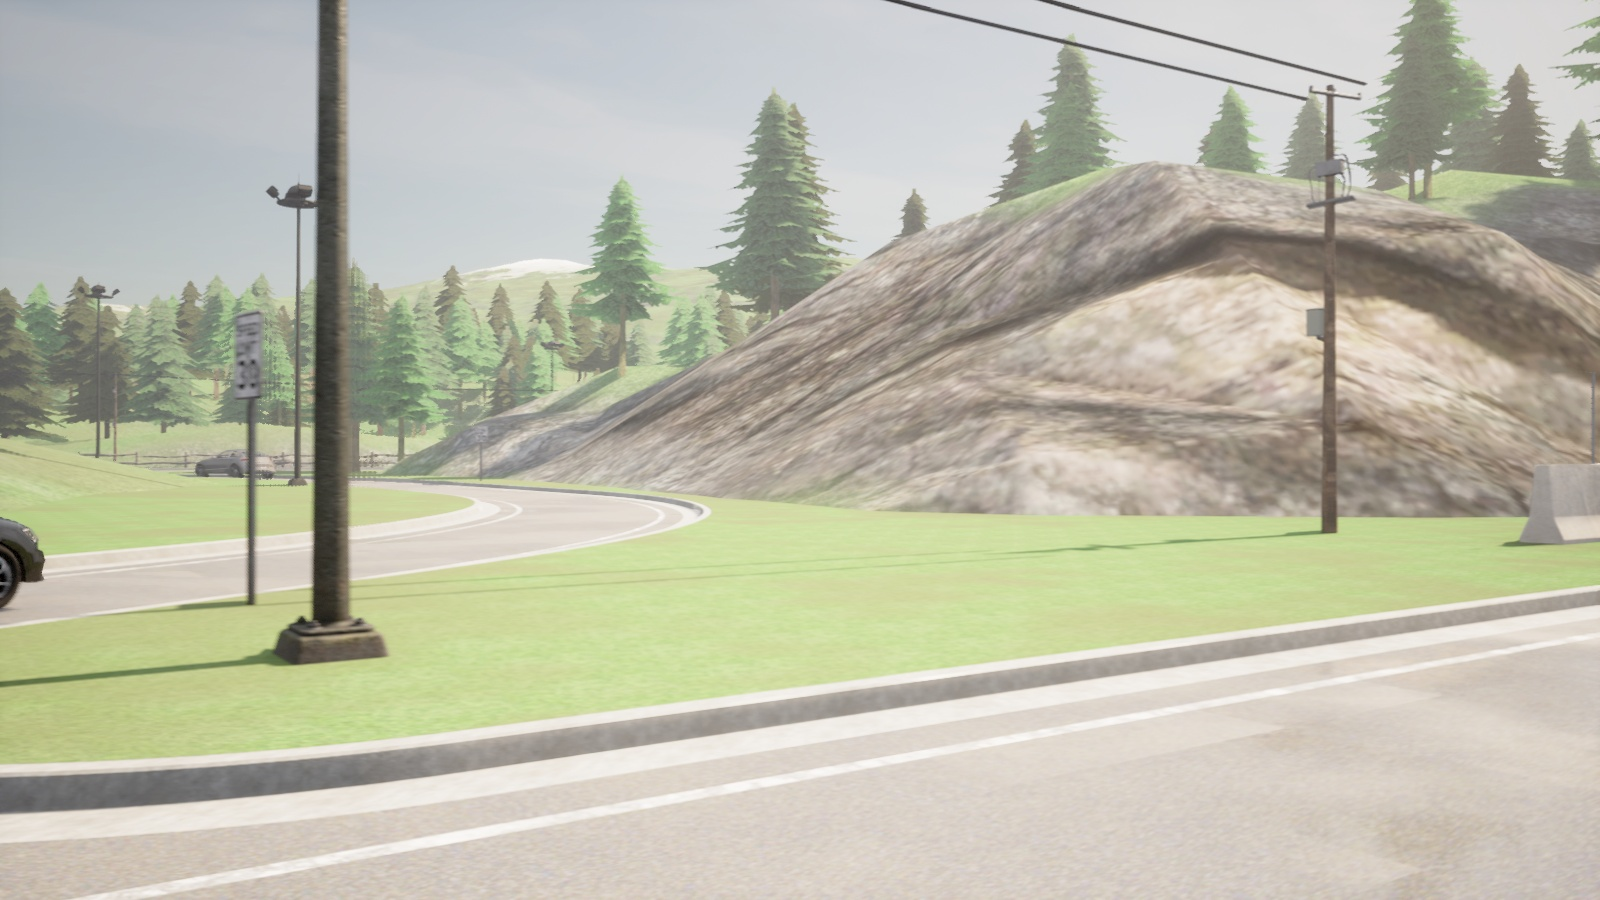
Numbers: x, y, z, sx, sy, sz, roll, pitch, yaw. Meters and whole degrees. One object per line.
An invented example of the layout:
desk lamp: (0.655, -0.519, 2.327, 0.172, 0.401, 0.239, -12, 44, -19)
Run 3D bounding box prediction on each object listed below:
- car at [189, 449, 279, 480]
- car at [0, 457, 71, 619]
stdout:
car: (-31.002, 0.757, 68.772, 5.027, 1.651, 2.152, 0, 0, 34)
car: (-8.677, 0.803, 10.508, 1.816, 1.474, 4.193, 0, 0, 24)
